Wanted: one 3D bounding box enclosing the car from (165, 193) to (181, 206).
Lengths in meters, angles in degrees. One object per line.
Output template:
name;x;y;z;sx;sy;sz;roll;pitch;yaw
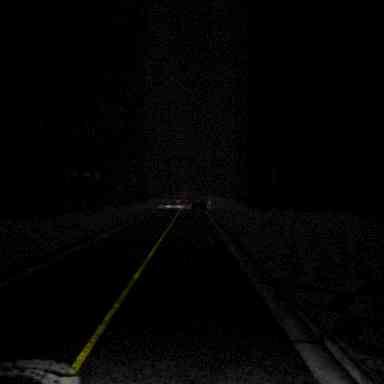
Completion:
car;-3.082;1.495;57.918;2.097;1.767;4.553;0;0;0

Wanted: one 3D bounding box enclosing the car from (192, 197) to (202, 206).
car;0.873;1.671;58.909;1.812;1.442;4.674;0;0;0

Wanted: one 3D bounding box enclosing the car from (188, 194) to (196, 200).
car;-0.043;1.372;94.401;2.097;1.767;4.553;0;0;0

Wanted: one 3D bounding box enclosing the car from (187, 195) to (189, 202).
car;-0.036;1.363;79.400;2.097;1.767;4.553;0;0;0

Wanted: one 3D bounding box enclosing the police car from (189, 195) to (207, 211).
police car;0.880;1.543;43.018;1.930;1.638;5.238;0;0;0
